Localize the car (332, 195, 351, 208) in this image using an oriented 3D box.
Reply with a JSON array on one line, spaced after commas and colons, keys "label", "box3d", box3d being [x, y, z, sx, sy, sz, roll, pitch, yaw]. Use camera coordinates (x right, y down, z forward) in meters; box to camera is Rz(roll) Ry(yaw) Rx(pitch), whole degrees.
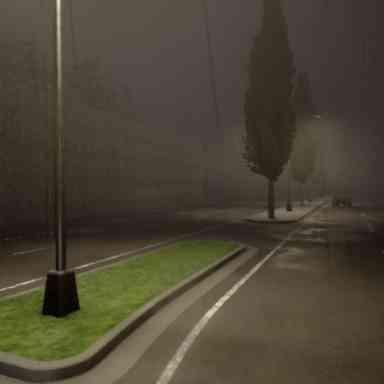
[{"label": "car", "box3d": [16.602, 1.015, 36.921, 1.895, 1.301, 4.718, 0, 1, 25]}]
